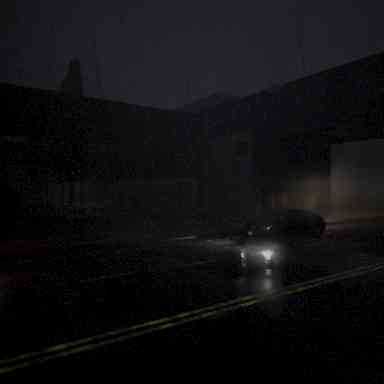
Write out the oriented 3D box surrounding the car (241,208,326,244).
[{"bbox_3d":[4.420,1.493,15.645,4.674,1.442,1.812,0,0,-35],"label":"car"}]
